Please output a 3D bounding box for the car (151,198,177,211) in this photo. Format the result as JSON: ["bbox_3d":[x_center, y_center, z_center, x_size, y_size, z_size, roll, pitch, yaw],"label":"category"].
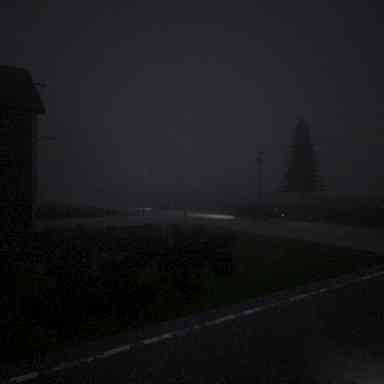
[{"bbox_3d":[-3.466,1.524,41.268,1.812,1.442,4.674,0,0,-30],"label":"car"}]

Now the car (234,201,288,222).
[{"bbox_3d":[5.332,1.490,26.337,2.128,1.511,4.902,0,0,-32],"label":"car"}]
